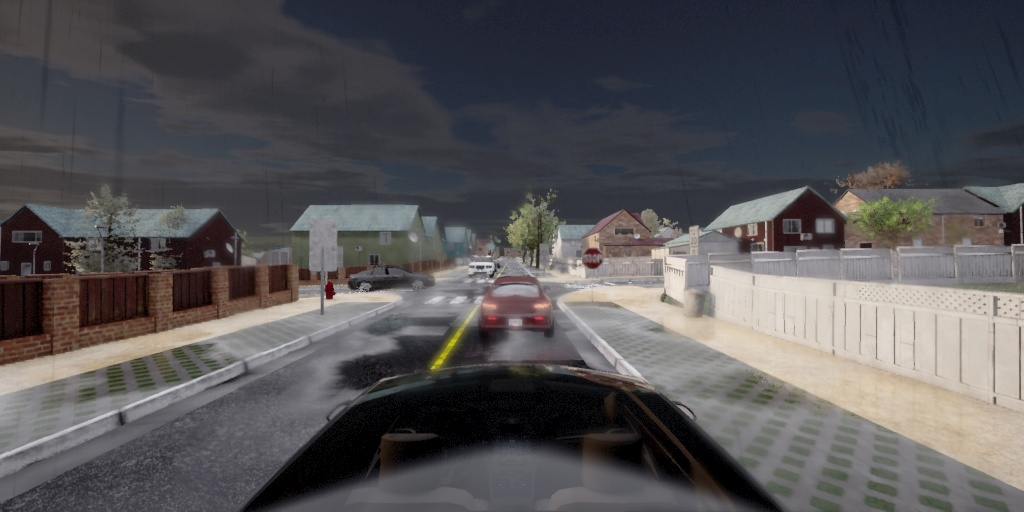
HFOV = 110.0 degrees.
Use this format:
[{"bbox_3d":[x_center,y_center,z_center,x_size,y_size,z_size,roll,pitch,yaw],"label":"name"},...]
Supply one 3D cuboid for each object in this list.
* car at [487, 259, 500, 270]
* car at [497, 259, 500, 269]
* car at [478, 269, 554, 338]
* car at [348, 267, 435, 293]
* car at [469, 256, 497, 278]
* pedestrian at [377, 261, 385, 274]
[{"bbox_3d":[-2.814,1.225,55.570,1.882,1.535,5.008,0,0,0],"label":"car"},{"bbox_3d":[-2.824,1.242,44.596,2.128,1.511,4.902,0,0,0],"label":"car"},{"bbox_3d":[0.138,1.278,10.123,1.812,1.442,4.674,0,0,2],"label":"car"},{"bbox_3d":[-7.087,1.384,21.325,4.892,1.490,1.837,-2,-1,-11],"label":"car"},{"bbox_3d":[-2.819,0.973,34.363,2.150,2.045,5.566,0,0,0],"label":"car"},{"bbox_3d":[-9.680,1.212,26.548,0.375,1.860,0.375,0,0,0],"label":"pedestrian"}]
